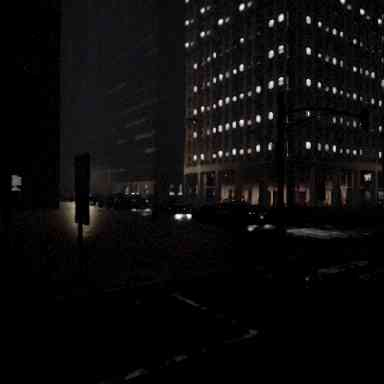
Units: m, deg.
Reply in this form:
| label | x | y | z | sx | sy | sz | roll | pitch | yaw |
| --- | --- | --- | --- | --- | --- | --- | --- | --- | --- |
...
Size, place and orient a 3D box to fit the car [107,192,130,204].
| label | x | y | z | sx | sy | sz | roll | pitch | yaw |
| --- | --- | --- | --- | --- | --- | --- | --- | --- | --- |
| car | -11.997 | 0.947 | 54.043 | 2.097 | 1.767 | 4.553 | 0 | 0 | -34 |

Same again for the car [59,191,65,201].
| label | x | y | z | sx | sy | sz | roll | pitch | yaw |
| --- | --- | --- | --- | --- | --- | --- | --- | --- | --- |
| car | -22.806 | 0.968 | 59.799 | 1.752 | 1.417 | 4.829 | 1 | 0 | -36 |

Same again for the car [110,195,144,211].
| label | x | y | z | sx | sy | sz | roll | pitch | yaw |
| --- | --- | --- | --- | --- | --- | --- | --- | --- | --- |
| car | -7.272 | 1.332 | 36.973 | 1.802 | 1.307 | 4.206 | 1 | 0 | -32 |

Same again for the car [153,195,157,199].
| label | x | y | z | sx | sy | sz | roll | pitch | yaw |
| --- | --- | --- | --- | --- | --- | --- | --- | --- | --- |
| car | -6.582 | 1.112 | 50.807 | 1.967 | 1.590 | 4.097 | 1 | 0 | -34 |

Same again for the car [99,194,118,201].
| label | x | y | z | sx | sy | sz | roll | pitch | yaw |
| --- | --- | --- | --- | --- | --- | --- | --- | --- | --- |
| car | -16.160 | 1.054 | 64.302 | 1.947 | 1.339 | 4.313 | 1 | 0 | -36 |

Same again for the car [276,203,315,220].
| label | x | y | z | sx | sy | sz | roll | pitch | yaw |
| --- | --- | --- | --- | --- | --- | --- | --- | --- | --- |
| car | 8.195 | 1.548 | 27.632 | 1.802 | 1.307 | 4.206 | 1 | 0 | -32 |

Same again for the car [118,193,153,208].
| label | x | y | z | sx | sy | sz | roll | pitch | yaw |
| --- | --- | --- | --- | --- | --- | --- | --- | --- | --- |
| car | -7.133 | 1.076 | 41.503 | 2.097 | 1.767 | 4.553 | 0 | 0 | -33 |

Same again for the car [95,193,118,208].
| label | x | y | z | sx | sy | sz | roll | pitch | yaw |
| --- | --- | --- | --- | --- | --- | --- | --- | --- | --- |
| car | -10.198 | 1.217 | 41.484 | 1.752 | 1.417 | 4.829 | 1 | 0 | -33 |

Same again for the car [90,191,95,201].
| label | x | y | z | sx | sy | sz | roll | pitch | yaw |
| --- | --- | --- | --- | --- | --- | --- | --- | --- | --- |
| car | -17.775 | 1.047 | 62.245 | 1.994 | 1.385 | 4.181 | 0 | 0 | -36 |

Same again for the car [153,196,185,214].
| label | x | y | z | sx | sy | sz | roll | pitch | yaw |
| --- | --- | --- | --- | --- | --- | --- | --- | --- | --- |
| car | -1.793 | 1.395 | 33.098 | 1.994 | 1.385 | 4.181 | 0 | 0 | -33 |

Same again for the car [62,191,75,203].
| label | x | y | z | sx | sy | sz | roll | pitch | yaw |
| --- | --- | --- | --- | --- | --- | --- | --- | --- | --- |
| car | -19.674 | 1.049 | 55.413 | 1.887 | 1.381 | 4.507 | 1 | 0 | -35 |

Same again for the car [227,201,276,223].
| label | x | y | z | sx | sy | sz | roll | pitch | yaw |
| --- | --- | --- | --- | --- | --- | --- | --- | --- | --- |
| car | 3.465 | 1.428 | 24.685 | 2.128 | 1.511 | 4.902 | 0 | 0 | -32 |

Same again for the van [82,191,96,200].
| label | x | y | z | sx | sy | sz | roll | pitch | yaw |
| --- | --- | --- | --- | --- | --- | --- | --- | --- | --- |
| van | -22.709 | 0.704 | 73.180 | 1.690 | 1.788 | 3.998 | 1 | 0 | -37 |

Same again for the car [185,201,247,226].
| label | x | y | z | sx | sy | sz | roll | pitch | yaw |
| --- | --- | --- | --- | --- | --- | --- | --- | --- | --- |
| car | 1.553 | 1.510 | 22.973 | 1.802 | 1.307 | 4.206 | 1 | 0 | -32 |
